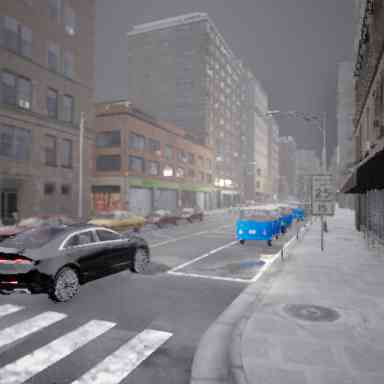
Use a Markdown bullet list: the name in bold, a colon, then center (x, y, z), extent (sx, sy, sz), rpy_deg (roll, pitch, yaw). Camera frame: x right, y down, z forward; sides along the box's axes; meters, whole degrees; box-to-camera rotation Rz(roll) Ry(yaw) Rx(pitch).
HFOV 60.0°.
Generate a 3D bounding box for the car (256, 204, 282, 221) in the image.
- **car**: center (8.109, 2.072, 34.770), extent (1.837, 1.490, 4.892), rpy_deg (0, -1, 23)

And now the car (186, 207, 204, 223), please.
- **car**: center (-0.230, 1.995, 29.984), extent (1.802, 1.307, 4.206), rpy_deg (1, -1, 23)

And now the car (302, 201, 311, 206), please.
- **car**: center (29.814, 2.997, 86.709), extent (1.994, 1.385, 4.181), rpy_deg (0, -1, 23)

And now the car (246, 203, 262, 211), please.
- **car**: center (10.357, 2.481, 55.322), extent (1.802, 1.307, 4.206), rpy_deg (1, -1, 23)

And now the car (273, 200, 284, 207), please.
- **car**: center (20.946, 2.847, 80.661), extent (1.967, 1.590, 4.097), rpy_deg (1, -1, 23)

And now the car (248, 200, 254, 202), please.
- **car**: center (8.245, 2.115, 50.258), extent (2.192, 1.841, 5.009), rpy_deg (1, -1, 23)

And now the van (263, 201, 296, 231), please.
- **van**: center (5.539, 1.677, 21.651), extent (1.690, 1.788, 3.998), rpy_deg (1, -1, 23)

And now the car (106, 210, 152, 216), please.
- **car**: center (-4.529, 1.745, 19.692), extent (1.752, 1.417, 4.829), rpy_deg (1, -1, 23)

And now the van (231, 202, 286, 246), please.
- **van**: center (3.422, 1.582, 16.585), extent (1.690, 1.788, 3.998), rpy_deg (1, -1, 23)

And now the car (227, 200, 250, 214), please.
- **car**: center (6.058, 2.225, 45.031), extent (1.752, 1.417, 4.829), rpy_deg (1, -1, 23)

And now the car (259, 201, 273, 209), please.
- **car**: center (14.594, 2.539, 65.458), extent (1.967, 1.590, 4.097), rpy_deg (1, -1, 23)

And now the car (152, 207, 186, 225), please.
- **car**: center (-2.347, 1.900, 24.917), extent (1.802, 1.307, 4.206), rpy_deg (1, -1, 23)

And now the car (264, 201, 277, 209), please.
- **car**: center (16.645, 2.723, 70.369), extent (1.752, 1.417, 4.829), rpy_deg (1, -1, 23)

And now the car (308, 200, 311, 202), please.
- **car**: center (16.121, 2.134, 46.984), extent (2.192, 1.841, 5.009), rpy_deg (1, -1, 23)

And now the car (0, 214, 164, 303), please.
- **car**: center (-2.867, 1.557, 8.494), extent (2.128, 1.511, 4.902), rpy_deg (0, -1, 23)

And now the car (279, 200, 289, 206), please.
- **car**: center (25.180, 3.056, 90.797), extent (1.967, 1.590, 4.097), rpy_deg (1, -1, 23)

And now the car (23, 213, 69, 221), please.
- **car**: center (-6.581, 1.672, 14.782), extent (1.887, 1.381, 4.507), rpy_deg (1, -1, 23)

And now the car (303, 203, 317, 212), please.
- **car**: center (20.349, 2.568, 57.114), extent (2.008, 1.369, 4.403), rpy_deg (1, -1, 23)

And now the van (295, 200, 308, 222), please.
- **van**: center (9.772, 1.869, 31.784), extent (1.690, 1.788, 3.998), rpy_deg (1, -1, 23)

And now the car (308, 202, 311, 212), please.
- **car**: center (11.885, 2.175, 36.849), extent (2.008, 1.369, 4.403), rpy_deg (1, -1, 23)

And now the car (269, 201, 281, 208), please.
- **car**: center (18.827, 2.854, 75.592), extent (2.008, 1.369, 4.403), rpy_deg (1, -1, 23)
